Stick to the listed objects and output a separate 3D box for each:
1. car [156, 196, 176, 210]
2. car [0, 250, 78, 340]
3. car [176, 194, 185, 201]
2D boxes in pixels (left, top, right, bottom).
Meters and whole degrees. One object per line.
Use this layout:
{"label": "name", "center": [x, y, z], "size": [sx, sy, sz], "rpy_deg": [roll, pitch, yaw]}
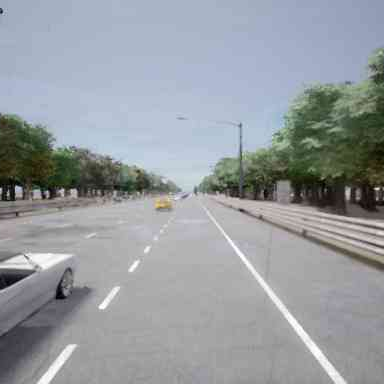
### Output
{"label": "car", "center": [-3.497, 1.493, 42.337], "size": [1.882, 1.535, 5.008], "rpy_deg": [0, 0, 0]}
{"label": "car", "center": [-3.504, 1.603, 5.437], "size": [1.895, 1.301, 4.718], "rpy_deg": [0, 0, 0]}
{"label": "car", "center": [-3.433, 1.590, 81.560], "size": [1.812, 1.442, 4.674], "rpy_deg": [0, 0, 0]}
